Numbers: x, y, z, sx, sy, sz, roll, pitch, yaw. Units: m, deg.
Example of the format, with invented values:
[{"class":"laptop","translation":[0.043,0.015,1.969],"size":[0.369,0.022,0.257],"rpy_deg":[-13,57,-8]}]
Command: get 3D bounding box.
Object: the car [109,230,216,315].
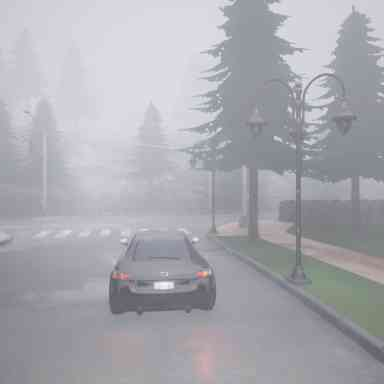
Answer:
[{"class":"car","translation":[-0.724,1.564,7.670],"size":[1.994,1.385,4.181],"rpy_deg":[0,0,-7]}]
